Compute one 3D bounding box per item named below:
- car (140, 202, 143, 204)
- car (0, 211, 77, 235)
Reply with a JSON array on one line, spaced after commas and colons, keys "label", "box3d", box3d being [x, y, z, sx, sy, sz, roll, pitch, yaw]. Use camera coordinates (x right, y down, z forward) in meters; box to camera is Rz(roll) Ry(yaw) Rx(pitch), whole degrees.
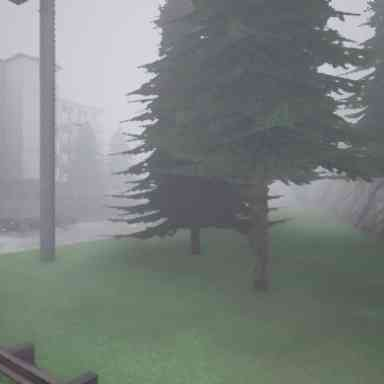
[{"label": "car", "box3d": [-4.560, 1.744, 34.266, 1.882, 1.535, 5.008, 0, 0, 11]}, {"label": "car", "box3d": [-9.746, 1.854, 21.094, 1.895, 1.301, 4.718, 0, 0, 29]}]
